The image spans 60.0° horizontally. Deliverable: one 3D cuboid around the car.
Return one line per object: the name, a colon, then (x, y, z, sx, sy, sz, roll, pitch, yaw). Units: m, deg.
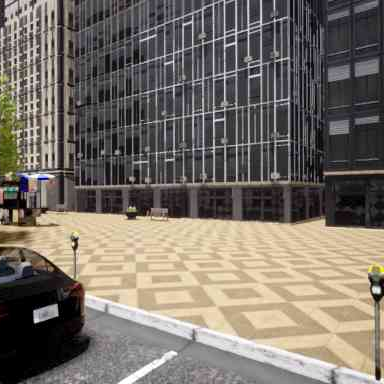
car: (-3.531, 1.566, 5.406, 4.313, 1.339, 1.947, 0, 0, 36)
